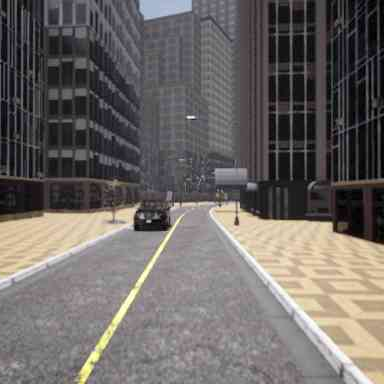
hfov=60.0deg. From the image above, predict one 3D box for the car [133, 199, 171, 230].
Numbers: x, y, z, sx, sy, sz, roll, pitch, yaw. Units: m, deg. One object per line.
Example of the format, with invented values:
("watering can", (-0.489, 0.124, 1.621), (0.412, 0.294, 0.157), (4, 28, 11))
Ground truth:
("car", (-2.655, 1.490, 23.315), (2.150, 2.045, 5.566), (0, -1, 0))
